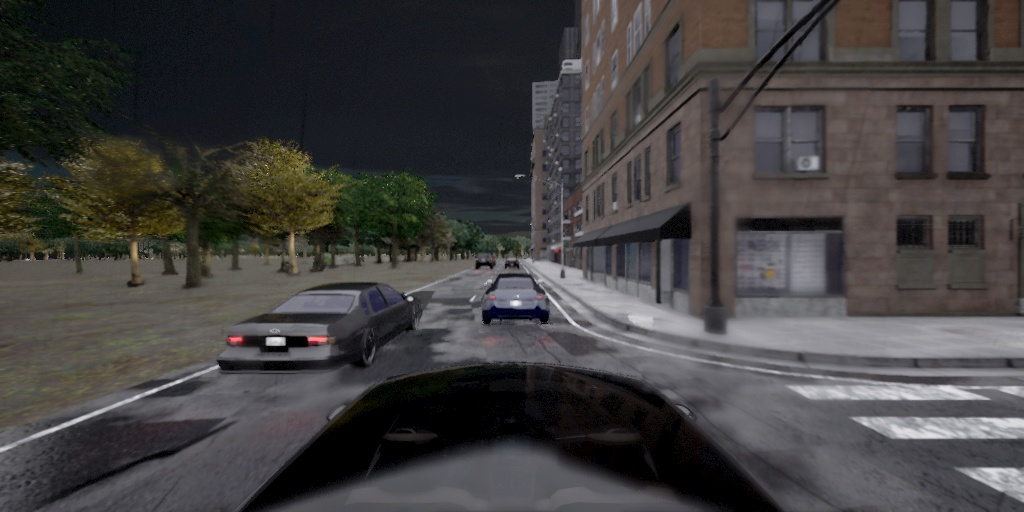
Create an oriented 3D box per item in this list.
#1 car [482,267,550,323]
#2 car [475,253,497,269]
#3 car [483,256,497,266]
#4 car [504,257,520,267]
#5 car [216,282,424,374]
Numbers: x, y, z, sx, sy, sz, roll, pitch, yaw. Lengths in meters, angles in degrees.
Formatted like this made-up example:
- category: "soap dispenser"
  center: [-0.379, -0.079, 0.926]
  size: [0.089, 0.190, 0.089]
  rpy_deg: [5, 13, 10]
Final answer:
- category: "car"
  center: [0.103, 1.243, 11.769]
  size: [1.994, 1.385, 4.181]
  rpy_deg: [0, 0, 0]
- category: "car"
  center: [-3.486, 0.621, 46.134]
  size: [2.150, 2.045, 5.566]
  rpy_deg: [0, 1, 0]
- category: "car"
  center: [-3.482, 0.744, 56.525]
  size: [1.882, 1.535, 5.008]
  rpy_deg: [0, 1, 0]
- category: "car"
  center: [0.015, 0.870, 46.106]
  size: [1.882, 1.535, 5.008]
  rpy_deg: [0, 1, 0]
- category: "car"
  center: [-3.401, 1.261, 7.672]
  size: [2.033, 1.411, 5.357]
  rpy_deg: [0, 0, 0]
